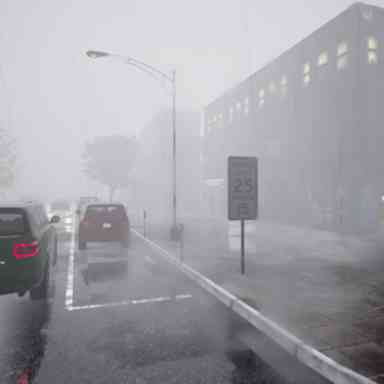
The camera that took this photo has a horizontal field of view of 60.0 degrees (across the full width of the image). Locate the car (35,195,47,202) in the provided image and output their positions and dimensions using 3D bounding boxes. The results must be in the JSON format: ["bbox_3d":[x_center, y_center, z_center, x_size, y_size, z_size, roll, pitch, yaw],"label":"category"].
[{"bbox_3d":[-33.754,1.476,74.370,2.008,1.369,4.403,1,0,-19],"label":"car"}]

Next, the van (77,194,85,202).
[{"bbox_3d":[-25.845,1.269,77.150,1.690,1.788,3.998,1,0,-19],"label":"van"}]

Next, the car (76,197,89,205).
[{"bbox_3d":[-18.528,1.504,56.218,2.008,1.369,4.403,1,0,-19],"label":"car"}]

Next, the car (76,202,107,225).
[{"bbox_3d":[-7.551,1.534,24.824,2.008,1.369,4.403,1,0,-19],"label":"car"}]

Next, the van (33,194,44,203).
[{"bbox_3d":[-31.921,1.273,69.138,1.690,1.788,3.998,1,0,-19],"label":"van"}]

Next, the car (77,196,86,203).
[{"bbox_3d":[-22.243,1.466,66.844,1.752,1.417,4.829,1,0,-19],"label":"car"}]

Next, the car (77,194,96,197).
[{"bbox_3d":[-9.378,1.294,30.058,2.192,1.841,5.009,1,0,-19],"label":"car"}]

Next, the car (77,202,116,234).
[{"bbox_3d":[-5.720,1.427,19.591,1.967,1.590,4.097,1,0,-19],"label":"car"}]

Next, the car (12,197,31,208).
[{"bbox_3d":[-24.549,1.482,48.048,1.752,1.417,4.829,1,0,-19],"label":"car"}]

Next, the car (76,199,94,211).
[{"bbox_3d":[-13.040,1.535,40.521,1.947,1.339,4.313,1,0,-19],"label":"car"}]

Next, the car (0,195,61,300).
[{"bbox_3d":[-4.572,1.215,8.128,2.150,2.045,5.566,0,0,-19],"label":"car"}]

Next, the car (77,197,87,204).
[{"bbox_3d":[-20.358,1.529,61.451,1.802,1.307,4.206,1,0,-19],"label":"car"}]

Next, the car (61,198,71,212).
[{"bbox_3d":[-14.794,1.448,37.524,1.882,1.535,5.008,0,0,-19],"label":"car"}]

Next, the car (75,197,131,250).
[{"bbox_3d":[-3.889,1.305,14.359,2.192,1.841,5.009,1,0,-19],"label":"car"}]

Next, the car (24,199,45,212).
[{"bbox_3d":[-19.004,1.567,40.312,1.895,1.301,4.718,0,0,-19],"label":"car"}]

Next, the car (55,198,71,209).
[{"bbox_3d":[-18.118,1.562,46.865,1.895,1.301,4.718,0,0,-19],"label":"car"}]
